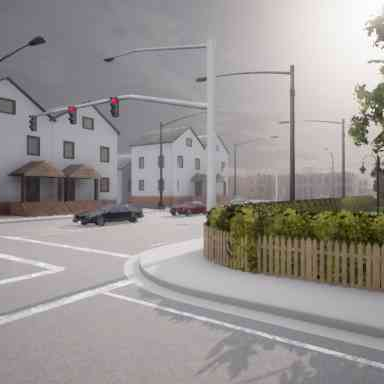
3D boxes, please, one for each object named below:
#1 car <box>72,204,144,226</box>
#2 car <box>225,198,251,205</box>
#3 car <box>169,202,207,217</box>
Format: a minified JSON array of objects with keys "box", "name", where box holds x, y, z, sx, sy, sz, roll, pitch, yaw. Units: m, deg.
[{"box":[-5.741,1.548,23.595,2.033,1.411,5.357,0,0,35],"name":"car"},{"box":[5.658,1.505,40.107,1.837,1.490,4.892,0,0,35],"name":"car"},{"box":[-0.118,1.601,31.749,1.895,1.301,4.718,0,0,35],"name":"car"}]
